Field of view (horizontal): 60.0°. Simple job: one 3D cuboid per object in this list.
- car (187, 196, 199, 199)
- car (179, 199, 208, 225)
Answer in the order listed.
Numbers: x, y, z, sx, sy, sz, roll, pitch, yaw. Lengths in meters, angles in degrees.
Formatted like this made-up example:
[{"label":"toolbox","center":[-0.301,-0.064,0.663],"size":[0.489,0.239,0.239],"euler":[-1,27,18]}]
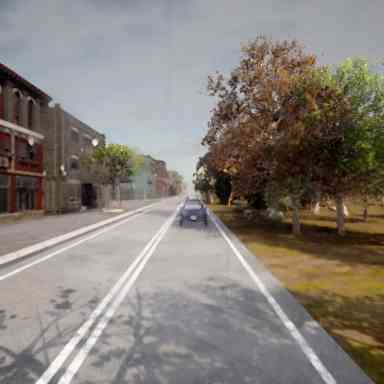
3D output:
[{"label":"car","center":[0.093,1.290,41.389],"size":[2.128,1.511,4.902],"euler":[0,0,0]},{"label":"car","center":[0.095,1.415,22.858],"size":[1.812,1.442,4.674],"euler":[0,0,0]}]
